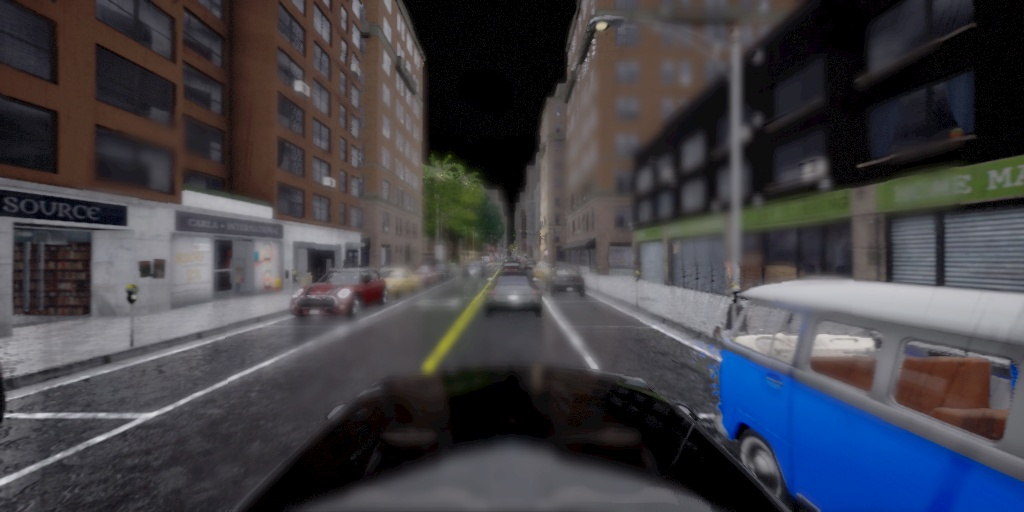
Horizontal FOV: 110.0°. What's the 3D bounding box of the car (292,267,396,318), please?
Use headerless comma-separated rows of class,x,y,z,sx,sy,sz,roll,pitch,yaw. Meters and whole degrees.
car,-5.854,1.181,12.737,1.967,1.591,4.097,0,0,0

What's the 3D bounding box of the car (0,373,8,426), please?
car,-5.857,1.316,1.720,1.948,1.339,4.313,0,0,0

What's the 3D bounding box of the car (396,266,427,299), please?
car,-5.851,1.264,18.076,1.751,1.417,4.829,0,0,0

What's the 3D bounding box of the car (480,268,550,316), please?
car,0.096,1.305,13.242,1.994,1.385,4.181,0,0,0

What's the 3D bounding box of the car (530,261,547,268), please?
car,2.678,1.260,29.415,1.751,1.417,4.829,0,0,0

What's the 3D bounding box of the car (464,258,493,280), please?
car,-3.088,1.226,31.624,2.128,1.511,4.902,0,0,0

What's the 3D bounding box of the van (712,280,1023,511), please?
van,2.669,1.091,1.707,1.690,1.789,3.998,0,0,0

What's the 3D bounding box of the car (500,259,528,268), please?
car,0.103,1.239,28.758,1.837,1.490,4.892,0,0,0

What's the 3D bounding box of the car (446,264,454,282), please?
car,-5.848,1.301,29.263,1.948,1.339,4.313,0,0,0

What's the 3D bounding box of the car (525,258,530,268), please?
car,2.683,1.303,45.767,1.948,1.339,4.313,0,0,0

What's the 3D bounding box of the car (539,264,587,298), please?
car,2.674,1.288,18.230,2.007,1.370,4.403,0,0,0

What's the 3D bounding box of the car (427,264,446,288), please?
car,-5.850,1.318,23.755,1.802,1.307,4.207,0,0,0
